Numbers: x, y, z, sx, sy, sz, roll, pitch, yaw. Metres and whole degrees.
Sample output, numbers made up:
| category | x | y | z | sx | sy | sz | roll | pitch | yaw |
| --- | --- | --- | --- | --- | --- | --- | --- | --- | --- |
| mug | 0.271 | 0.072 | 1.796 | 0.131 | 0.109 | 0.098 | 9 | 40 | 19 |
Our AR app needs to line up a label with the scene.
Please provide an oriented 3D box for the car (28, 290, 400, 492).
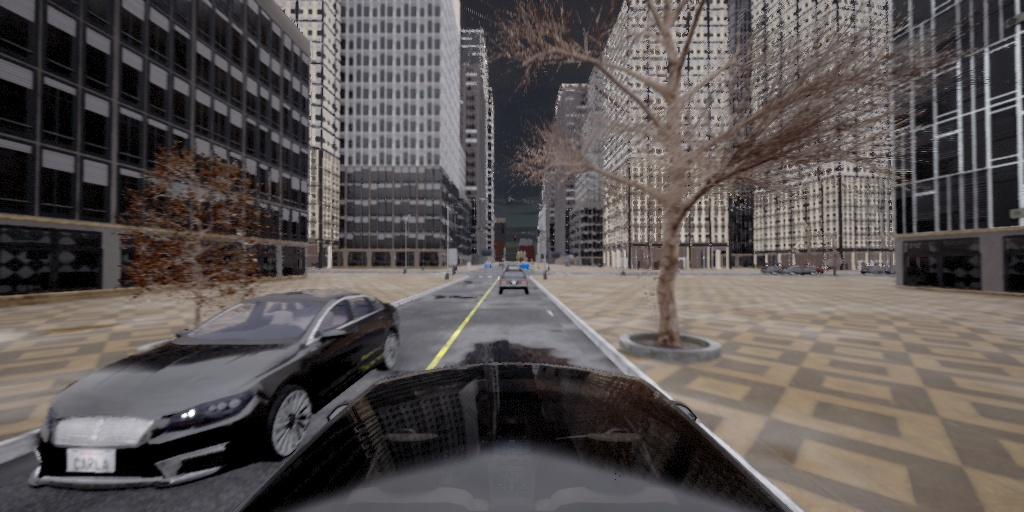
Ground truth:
| category | x | y | z | sx | sy | sz | roll | pitch | yaw |
| --- | --- | --- | --- | --- | --- | --- | --- | --- | --- |
| car | -3.094 | 1.285 | 5.108 | 2.128 | 1.511 | 4.902 | 0 | -1 | 1 |

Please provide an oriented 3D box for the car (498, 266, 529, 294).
| category | x | y | z | sx | sy | sz | roll | pitch | yaw |
| --- | --- | --- | --- | --- | --- | --- | --- | --- | --- |
| car | 0.105 | 1.558 | 22.671 | 2.033 | 1.411 | 5.357 | 0 | -1 | 0 |

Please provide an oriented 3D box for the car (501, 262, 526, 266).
| category | x | y | z | sx | sy | sz | roll | pitch | yaw |
| --- | --- | --- | --- | --- | --- | --- | --- | --- | --- |
| car | 0.119 | 1.658 | 36.499 | 1.882 | 1.535 | 5.008 | 0 | -1 | 0 |

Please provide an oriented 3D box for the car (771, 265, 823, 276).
| category | x | y | z | sx | sy | sz | roll | pitch | yaw |
| --- | --- | --- | --- | --- | --- | --- | --- | --- | --- |
| car | 39.476 | 2.088 | 49.646 | 4.902 | 1.511 | 2.128 | 0 | -1 | -2 |
